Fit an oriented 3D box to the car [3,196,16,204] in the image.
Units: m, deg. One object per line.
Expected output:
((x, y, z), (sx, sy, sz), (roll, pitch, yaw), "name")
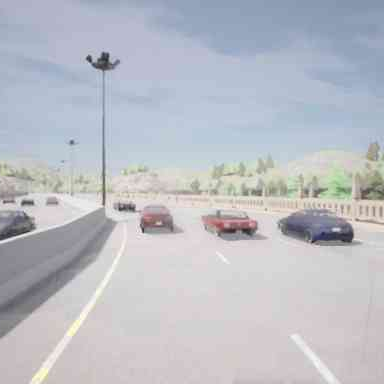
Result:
((-33.721, 1.521, 61.667), (2.033, 1.411, 5.357), (0, 0, -24), "car")

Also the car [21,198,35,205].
((-25.744, 1.574, 52.269), (1.895, 1.301, 4.718), (0, 0, -24), "car")

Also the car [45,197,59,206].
((-22.545, 1.484, 53.687), (1.812, 1.442, 4.674), (0, 0, -24), "car")

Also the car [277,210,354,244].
((5.621, 1.506, 15.615), (1.994, 1.385, 4.181), (0, 0, -9), "car")

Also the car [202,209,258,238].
((1.807, 1.553, 17.567), (1.895, 1.301, 4.718), (0, 0, -10), "car")

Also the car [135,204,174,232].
((-2.212, 1.487, 19.806), (1.812, 1.442, 4.674), (0, 0, -12), "car")

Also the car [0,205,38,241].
((-8.546, 1.544, 14.993), (2.033, 1.411, 5.357), (0, 0, -10), "car")

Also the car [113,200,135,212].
((-7.757, 1.541, 37.734), (1.895, 1.301, 4.718), (0, 0, -22), "car")
